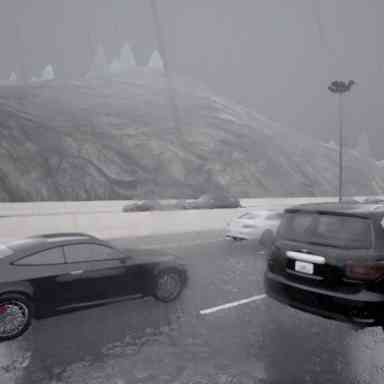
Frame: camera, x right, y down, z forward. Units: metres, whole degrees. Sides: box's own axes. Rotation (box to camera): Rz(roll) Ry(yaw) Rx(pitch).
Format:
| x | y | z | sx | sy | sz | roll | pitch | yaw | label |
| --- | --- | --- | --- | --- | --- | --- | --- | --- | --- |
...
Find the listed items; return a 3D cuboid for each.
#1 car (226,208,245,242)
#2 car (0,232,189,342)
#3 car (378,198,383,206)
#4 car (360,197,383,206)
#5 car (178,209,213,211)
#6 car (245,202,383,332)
| x | y | z | sx | sy | sz | roll | pitch | yaw | label |
| --- | --- | --- | --- | --- | --- | --- | --- | --- | --- |
| 3.599 | 1.526 | 15.070 | 4.674 | 1.442 | 1.812 | 0 | 0 | -36 | car |
| -2.233 | 1.525 | 6.466 | 4.674 | 1.442 | 1.812 | 0 | 0 | -36 | car |
| 31.903 | 1.606 | 53.427 | 4.718 | 1.301 | 1.895 | 0 | 0 | -37 | car |
| 30.944 | 1.530 | 57.095 | 4.674 | 1.442 | 1.812 | 0 | 0 | -37 | car |
| 1.507 | 1.222 | 26.799 | 5.566 | 2.045 | 2.150 | 0 | 0 | -36 | car |
| 3.849 | 1.222 | 6.580 | 5.566 | 2.045 | 2.150 | 0 | 0 | -36 | car |
